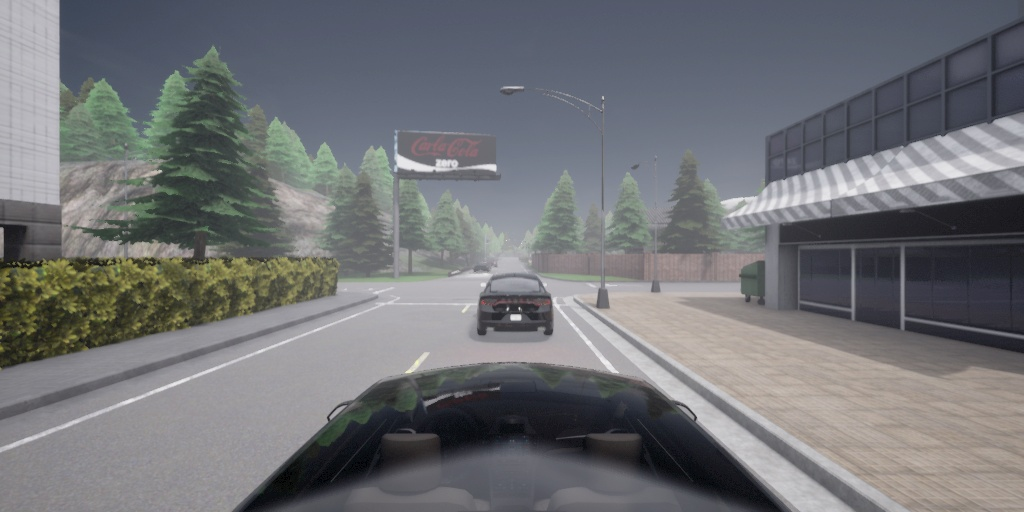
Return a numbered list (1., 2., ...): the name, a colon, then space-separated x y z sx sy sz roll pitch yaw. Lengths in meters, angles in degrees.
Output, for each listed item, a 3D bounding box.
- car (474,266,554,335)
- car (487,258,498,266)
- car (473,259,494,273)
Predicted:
1. car: 0.063 1.221 10.481 1.882 1.535 5.008 0 0 -1
2. car: -3.512 1.060 59.453 2.097 1.767 4.553 0 0 0
3. car: -3.555 1.321 42.964 1.895 1.301 4.718 0 0 0
